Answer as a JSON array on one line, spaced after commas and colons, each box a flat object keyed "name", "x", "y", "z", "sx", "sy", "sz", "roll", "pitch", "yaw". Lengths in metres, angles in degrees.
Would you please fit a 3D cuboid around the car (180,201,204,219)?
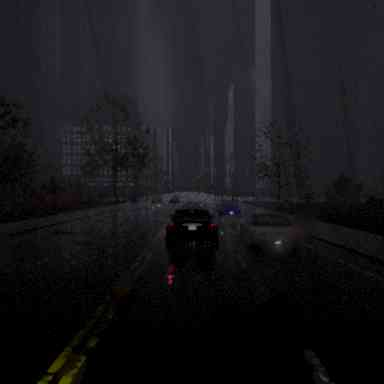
[{"name": "car", "x": 0.011, "y": 1.566, "z": 29.628, "sx": 1.994, "sy": 1.385, "sz": 4.181, "roll": 0, "pitch": 0, "yaw": 0}]

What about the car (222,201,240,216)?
[{"name": "car", "x": 3.261, "y": 1.527, "z": 29.627, "sx": 1.812, "sy": 1.442, "sz": 4.674, "roll": 0, "pitch": 0, "yaw": 0}]

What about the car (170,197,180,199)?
[{"name": "car", "x": -3.227, "y": 1.559, "z": 62.654, "sx": 1.994, "sy": 1.385, "sz": 4.181, "roll": 0, "pitch": 0, "yaw": 0}]

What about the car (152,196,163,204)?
[{"name": "car", "x": -6.477, "y": 1.479, "z": 62.656, "sx": 2.128, "sy": 1.511, "sz": 4.902, "roll": 0, "pitch": 0, "yaw": 0}]

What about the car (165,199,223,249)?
[{"name": "car", "x": 0.005, "y": 1.365, "z": 14.598, "sx": 2.097, "sy": 1.767, "sz": 4.553, "roll": 0, "pitch": 0, "yaw": 0}]

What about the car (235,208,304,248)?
[{"name": "car", "x": 3.255, "y": 1.616, "z": 14.656, "sx": 1.895, "sy": 1.301, "sz": 4.718, "roll": 0, "pitch": 0, "yaw": 0}]
